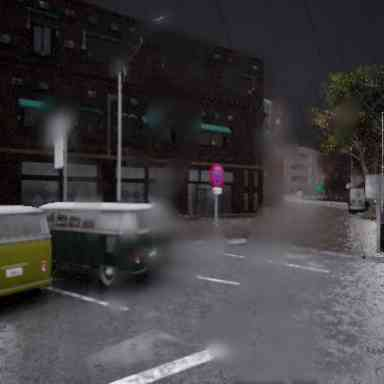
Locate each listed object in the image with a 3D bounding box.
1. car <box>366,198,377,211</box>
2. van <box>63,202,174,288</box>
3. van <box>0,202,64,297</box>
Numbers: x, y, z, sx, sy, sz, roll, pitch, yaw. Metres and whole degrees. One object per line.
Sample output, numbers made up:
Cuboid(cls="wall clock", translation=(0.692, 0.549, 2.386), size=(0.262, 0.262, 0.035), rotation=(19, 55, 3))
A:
Cuboid(cls="car", translation=(19.264, 1.359, 35.357), size=(1.882, 1.535, 5.008), rotation=(0, 1, 5))
Cuboid(cls="van", translation=(-2.694, 1.277, 9.231), size=(4.442, 1.987, 1.878), rotation=(-1, -1, 34))
Cuboid(cls="van", translation=(-5.128, 1.275, 7.476), size=(4.442, 1.987, 1.878), rotation=(-1, -1, 34))
